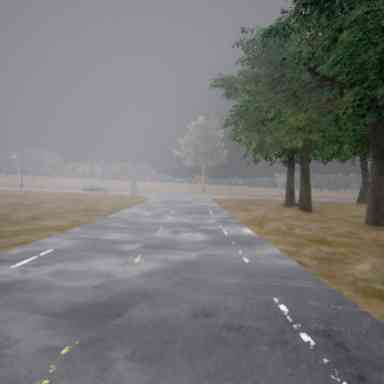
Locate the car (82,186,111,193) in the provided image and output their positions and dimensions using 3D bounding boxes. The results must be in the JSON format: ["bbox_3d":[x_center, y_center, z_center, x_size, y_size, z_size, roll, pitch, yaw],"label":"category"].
[{"bbox_3d":[-19.039,-0.559,66.318,5.357,1.411,2.033,2,1,1],"label":"car"}]
